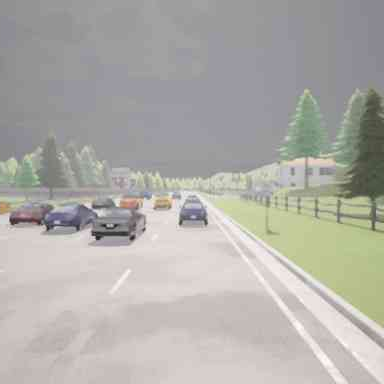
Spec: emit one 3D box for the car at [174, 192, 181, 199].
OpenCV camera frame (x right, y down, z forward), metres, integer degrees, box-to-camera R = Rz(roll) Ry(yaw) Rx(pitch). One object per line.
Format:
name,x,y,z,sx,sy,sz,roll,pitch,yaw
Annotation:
car,-3.498,0.817,75.304,2.097,1.767,4.553,0,0,0

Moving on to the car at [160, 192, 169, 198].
car,-6.997,0.790,84.088,1.994,1.385,4.181,0,0,0

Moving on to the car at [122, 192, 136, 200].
car,-13.998,0.824,74.054,2.097,1.767,4.553,0,0,0

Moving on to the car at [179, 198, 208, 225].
car,0.086,1.364,22.722,1.812,1.442,4.674,0,0,0

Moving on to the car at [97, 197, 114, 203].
car,-10.399,1.286,39.179,1.994,1.385,4.181,0,0,0

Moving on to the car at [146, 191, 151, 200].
car,-10.498,0.693,74.113,2.150,2.045,5.566,0,0,0

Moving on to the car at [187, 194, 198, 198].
car,0.088,1.245,39.521,1.812,1.442,4.674,0,0,0

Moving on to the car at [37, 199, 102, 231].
car,-6.914,1.388,19.350,1.812,1.442,4.674,0,0,0

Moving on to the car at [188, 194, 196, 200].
car,0.002,1.059,74.949,1.895,1.301,4.718,0,0,0

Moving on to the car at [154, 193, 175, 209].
car,-3.399,1.194,40.021,1.882,1.535,5.008,0,0,0

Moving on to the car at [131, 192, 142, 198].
car,-13.997,0.715,84.087,1.882,1.535,5.008,0,0,0

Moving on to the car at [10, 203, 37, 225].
car,-10.399,1.404,22.479,1.994,1.385,4.181,0,0,0

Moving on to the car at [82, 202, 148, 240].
car,-3.399,1.431,16.312,2.033,1.411,5.357,0,0,0

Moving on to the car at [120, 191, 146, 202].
car,-6.899,1.081,38.149,2.097,1.767,4.553,0,0,0
